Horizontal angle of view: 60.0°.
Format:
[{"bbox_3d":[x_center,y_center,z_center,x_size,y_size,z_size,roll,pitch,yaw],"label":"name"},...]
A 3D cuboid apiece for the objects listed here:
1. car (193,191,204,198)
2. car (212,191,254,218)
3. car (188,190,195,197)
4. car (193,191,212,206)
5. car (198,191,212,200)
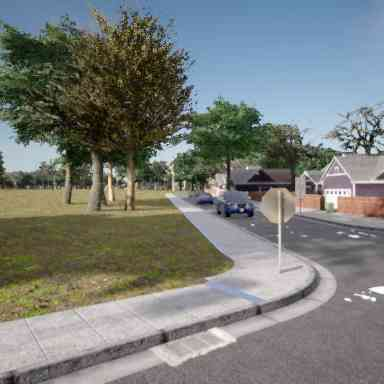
[{"bbox_3d":[1.381,0.511,74.573,1.837,1.490,4.892,-1,1,-6],"label":"car"},{"bbox_3d":[3.404,0.945,27.283,2.150,2.045,5.566,-1,1,-6],"label":"car"},{"bbox_3d":[0.188,0.456,59.363,1.812,1.442,4.674,-1,1,-6],"label":"car"},{"bbox_3d":[1.670,0.975,44.165,1.882,1.535,5.008,-1,1,-6],"label":"car"},{"bbox_3d":[2.507,0.664,64.561,2.128,1.511,4.902,-1,1,-6],"label":"car"}]
